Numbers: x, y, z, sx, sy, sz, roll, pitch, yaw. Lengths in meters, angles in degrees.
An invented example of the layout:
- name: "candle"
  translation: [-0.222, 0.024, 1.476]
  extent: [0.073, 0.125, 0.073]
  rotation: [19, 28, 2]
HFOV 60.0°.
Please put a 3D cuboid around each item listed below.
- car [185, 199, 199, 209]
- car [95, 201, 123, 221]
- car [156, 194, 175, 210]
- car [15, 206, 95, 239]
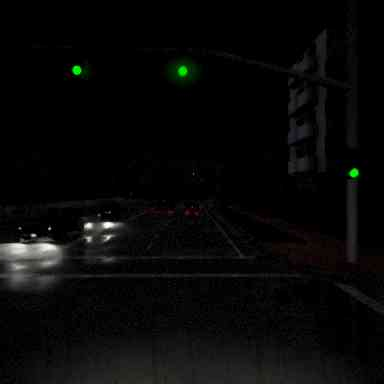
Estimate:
- name: "car"
  translation: [0.039, 1.637, 45.187]
  extent: [1.895, 1.301, 4.718]
  rotation: [0, 0, 1]
- name: "car"
  translation: [-7.077, 1.527, 27.698]
  extent: [1.837, 1.490, 4.892]
  rotation: [0, 0, 0]
- name: "car"
  translation: [-3.469, 1.254, 44.326]
  extent: [2.150, 2.045, 5.566]
  rotation: [0, 0, 0]
- name: "car"
  translation: [-7.083, 1.561, 17.552]
  extent: [2.033, 1.411, 5.357]
  rotation: [0, 0, 0]
